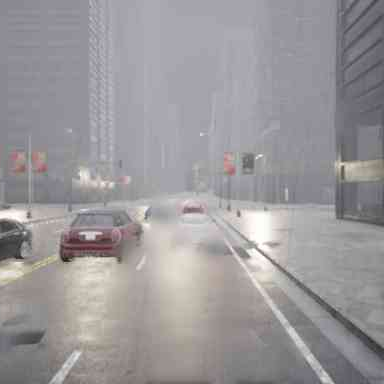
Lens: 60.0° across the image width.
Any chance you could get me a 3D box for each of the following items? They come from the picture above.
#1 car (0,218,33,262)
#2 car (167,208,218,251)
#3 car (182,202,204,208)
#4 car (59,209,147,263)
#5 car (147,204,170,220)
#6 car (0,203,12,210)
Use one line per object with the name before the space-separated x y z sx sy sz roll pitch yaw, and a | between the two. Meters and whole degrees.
car | -6.593 1.572 9.951 1.837 1.490 4.892 0 0 0
car | 0.101 1.622 14.478 1.812 1.442 4.674 0 -1 0
car | 0.102 1.678 30.887 1.882 1.535 5.008 0 0 0
car | -3.150 1.435 12.439 2.097 1.767 4.553 0 0 0
car | -3.149 1.762 30.496 1.994 1.385 4.181 0 0 0
car | -26.027 1.695 43.553 4.507 1.381 1.887 0 0 0
